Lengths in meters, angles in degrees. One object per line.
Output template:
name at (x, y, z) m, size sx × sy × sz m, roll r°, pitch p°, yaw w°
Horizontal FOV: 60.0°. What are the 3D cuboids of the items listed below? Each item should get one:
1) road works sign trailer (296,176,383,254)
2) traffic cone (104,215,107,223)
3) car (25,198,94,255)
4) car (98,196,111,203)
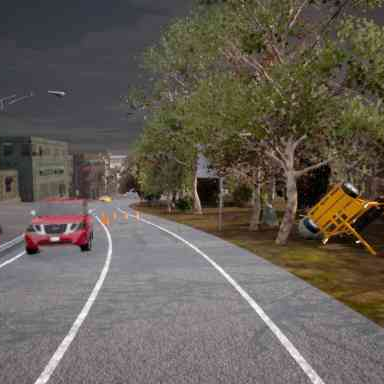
road works sign trailer at (6.680, 1.194, 13.368) m, size 3.560 × 2.380 × 2.880 m, roll 0°, pitch 46°, yaw -45°
traffic cone at (-5.900, 2.040, 23.193) m, size 0.340 × 0.580 × 0.340 m, roll -2°, pitch 0°, yaw -18°
car at (-5.414, 1.298, 14.214) m, size 2.150 × 2.045 × 5.566 m, roll -1°, pitch 0°, yaw -14°
car at (-18.758, 1.598, 71.299) m, size 1.882 × 1.535 × 5.008 m, roll 0°, pitch 0°, yaw -2°
